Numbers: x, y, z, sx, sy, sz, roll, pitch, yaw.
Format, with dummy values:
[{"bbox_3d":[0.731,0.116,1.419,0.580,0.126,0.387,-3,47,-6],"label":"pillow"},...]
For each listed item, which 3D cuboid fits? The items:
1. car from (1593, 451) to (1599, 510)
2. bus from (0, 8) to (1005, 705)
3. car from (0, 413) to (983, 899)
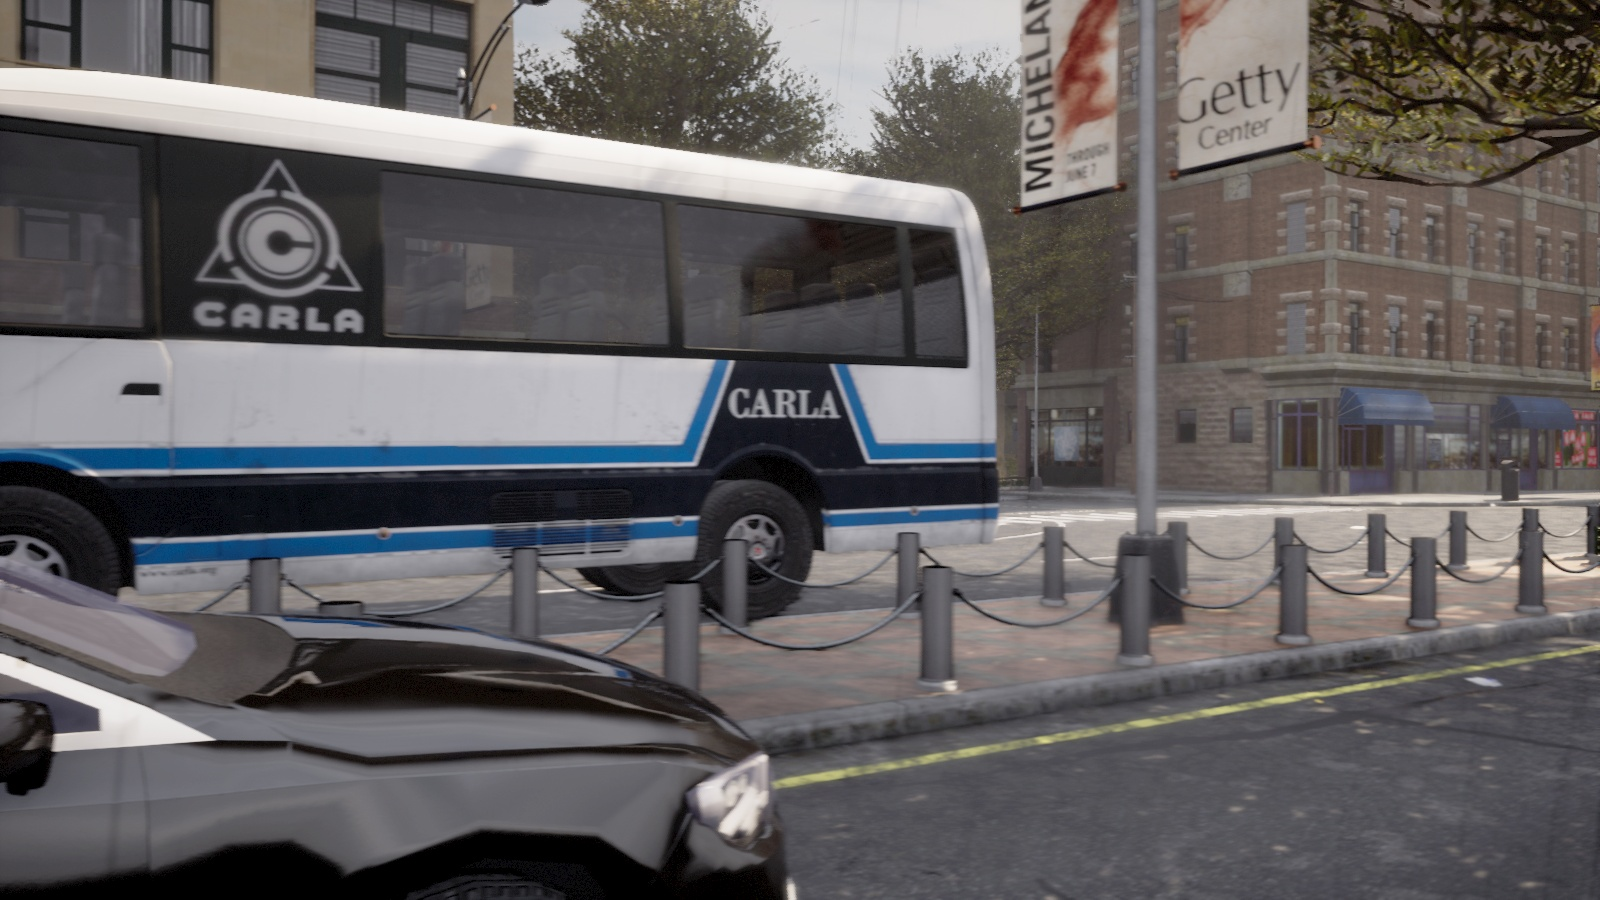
[{"bbox_3d":[23.291,0.787,32.878,4.902,1.511,2.128,0,0,-28],"label":"car"},{"bbox_3d":[-3.412,-0.596,10.970,10.273,4.253,3.944,-1,0,-33],"label":"bus"},{"bbox_3d":[-2.253,0.709,2.163,4.902,1.511,2.128,0,0,-33],"label":"car"}]
